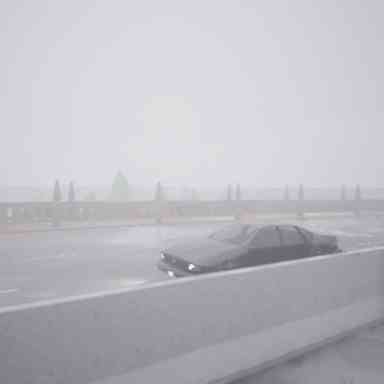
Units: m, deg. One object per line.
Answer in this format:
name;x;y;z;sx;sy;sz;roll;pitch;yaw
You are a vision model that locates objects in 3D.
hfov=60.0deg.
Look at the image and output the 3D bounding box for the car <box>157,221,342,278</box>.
car;1.790;1.525;9.114;5.357;1.411;2.033;0;0;-31
